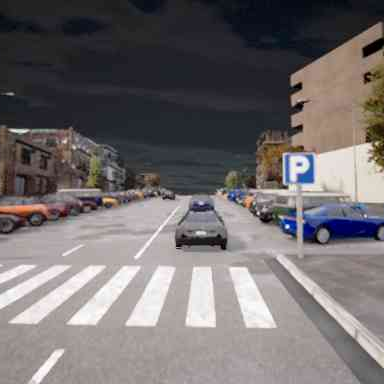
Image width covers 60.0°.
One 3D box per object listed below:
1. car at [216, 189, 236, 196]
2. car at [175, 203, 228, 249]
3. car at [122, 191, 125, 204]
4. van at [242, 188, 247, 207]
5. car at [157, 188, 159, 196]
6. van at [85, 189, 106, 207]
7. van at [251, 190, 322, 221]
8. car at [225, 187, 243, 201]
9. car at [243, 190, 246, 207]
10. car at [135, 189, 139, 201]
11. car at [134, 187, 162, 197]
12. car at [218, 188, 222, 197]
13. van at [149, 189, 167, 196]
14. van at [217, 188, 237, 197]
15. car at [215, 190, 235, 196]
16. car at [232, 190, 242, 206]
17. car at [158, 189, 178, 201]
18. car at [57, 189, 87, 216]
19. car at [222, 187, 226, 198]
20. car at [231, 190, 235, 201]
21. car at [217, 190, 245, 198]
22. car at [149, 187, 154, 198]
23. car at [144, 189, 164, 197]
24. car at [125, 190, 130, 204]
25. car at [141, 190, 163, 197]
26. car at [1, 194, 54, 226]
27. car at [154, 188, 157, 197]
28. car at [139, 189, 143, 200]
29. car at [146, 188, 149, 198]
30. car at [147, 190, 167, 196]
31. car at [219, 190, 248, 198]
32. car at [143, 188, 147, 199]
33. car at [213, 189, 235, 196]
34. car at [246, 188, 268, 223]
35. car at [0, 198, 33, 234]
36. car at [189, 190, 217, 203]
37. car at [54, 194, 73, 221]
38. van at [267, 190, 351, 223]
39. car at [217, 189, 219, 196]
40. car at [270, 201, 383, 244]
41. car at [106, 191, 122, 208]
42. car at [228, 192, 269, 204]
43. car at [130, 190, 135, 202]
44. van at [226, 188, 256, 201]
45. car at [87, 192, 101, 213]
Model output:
[{"bbox_3d":[8.548,0.203,83.431,4.553,1.767,2.185,1,0,-18],"label":"car"},{"bbox_3d":[0.388,1.379,13.713,1.994,1.385,4.181,0,1,2],"label":"car"},{"bbox_3d":[-10.359,0.844,36.717,5.008,1.535,2.097,-1,1,-19],"label":"car"},{"bbox_3d":[7.124,0.799,29.528,4.442,1.987,1.878,0,1,-17],"label":"van"},{"bbox_3d":[-9.732,0.360,66.053,5.008,1.535,2.097,-1,0,-18],"label":"car"},{"bbox_3d":[-10.562,0.729,30.802,4.442,1.987,1.878,-1,1,-19],"label":"van"},{"bbox_3d":[6.625,0.911,23.452,4.442,1.987,1.878,0,1,-17],"label":"van"},{"bbox_3d":[7.520,0.544,41.522,5.566,2.045,2.435,0,1,-18],"label":"car"},{"bbox_3d":[6.844,0.955,26.484,4.553,1.767,2.185,0,1,-17],"label":"car"},{"bbox_3d":[-10.184,0.681,45.521,4.892,1.521,2.231,-1,1,-19],"label":"car"},{"bbox_3d":[-9.603,0.065,71.904,5.566,2.045,2.435,-1,1,-18],"label":"car"},{"bbox_3d":[7.685,0.512,56.455,5.366,1.575,1.946,1,1,-19],"label":"car"},{"bbox_3d":[-9.168,0.102,89.480,4.442,1.987,1.878,-1,0,-18],"label":"van"},{"bbox_3d":[8.382,0.096,80.402,4.442,1.987,1.878,1,0,-18],"label":"van"},{"bbox_3d":[8.792,0.386,89.431,4.792,1.488,2.163,1,-1,-18],"label":"car"},{"bbox_3d":[7.276,0.911,35.497,4.892,1.521,2.231,0,1,-18],"label":"car"},{"bbox_3d":[-3.678,0.617,53.228,2.033,1.411,5.357,0,1,2],"label":"car"},{"bbox_3d":[-10.506,0.937,24.958,4.553,1.767,2.185,-1,1,-19],"label":"car"},{"bbox_3d":[7.691,0.430,47.537,5.566,2.045,2.435,0,1,-19],"label":"car"},{"bbox_3d":[7.408,0.882,38.515,4.792,1.488,2.163,0,1,-18],"label":"car"},{"bbox_3d":[7.981,0.365,68.420,5.366,1.575,1.946,1,1,-18],"label":"car"},{"bbox_3d":[-9.841,0.301,60.190,4.553,1.767,2.185,-1,1,-19],"label":"car"},{"bbox_3d":[-9.295,0.167,80.723,4.553,1.767,2.185,-1,0,-18],"label":"car"},{"bbox_3d":[-10.271,0.818,39.661,4.792,1.488,2.163,-1,1,-19],"label":"car"},{"bbox_3d":[-9.404,0.297,77.786,4.892,1.521,2.231,-1,0,-18],"label":"car"},{"bbox_3d":[-10.585,1.047,19.059,4.553,1.767,2.185,-1,1,-19],"label":"car"},{"bbox_3d":[-9.793,0.389,63.123,5.008,1.535,2.097,-1,1,-19],"label":"car"},{"bbox_3d":[-10.122,0.626,48.452,4.892,1.521,2.231,-1,1,-19],"label":"car"},{"bbox_3d":[-9.976,0.392,54.327,4.553,1.767,2.185,-1,1,-19],"label":"car"},{"bbox_3d":[-9.154,0.310,86.583,5.008,1.535,2.097,-1,0,-18],"label":"car"},{"bbox_3d":[8.253,0.397,65.547,5.366,1.575,1.946,1,0,-18],"label":"car"},{"bbox_3d":[-10.062,0.570,51.389,5.008,1.535,2.097,-1,1,-19],"label":"car"},{"bbox_3d":[8.842,0.128,92.396,5.566,2.045,2.435,1,0,-18],"label":"car"},{"bbox_3d":[6.568,0.943,20.482,5.566,2.045,2.435,1,1,-17],"label":"car"},{"bbox_3d":[-10.625,1.257,16.118,4.792,1.488,2.163,-1,1,-19],"label":"car"},{"bbox_3d":[0.809,0.892,28.244,2.097,1.767,4.553,0,1,2],"label":"car"},{"bbox_3d":[-10.602,1.148,21.993,4.792,1.488,2.163,-1,1,-19],"label":"car"},{"bbox_3d":[6.563,1.026,17.538,4.442,1.987,1.878,1,1,-17],"label":"van"},{"bbox_3d":[7.959,0.220,59.514,5.566,2.045,2.435,1,1,-18],"label":"car"},{"bbox_3d":[6.303,1.308,14.511,5.008,1.535,2.097,0,1,-17],"label":"car"},{"bbox_3d":[-10.225,0.892,33.842,5.366,1.575,1.946,-1,1,-19],"label":"car"},{"bbox_3d":[7.581,0.739,44.529,4.892,1.521,2.231,0,1,-18],"label":"car"},{"bbox_3d":[-10.253,0.734,42.588,5.008,1.535,2.097,-1,1,-19],"label":"car"},{"bbox_3d":[7.907,0.343,53.556,4.442,1.987,1.878,0,1,-19],"label":"van"},{"bbox_3d":[-10.500,1.008,27.904,5.008,1.535,2.097,-1,1,-19],"label":"car"}]
